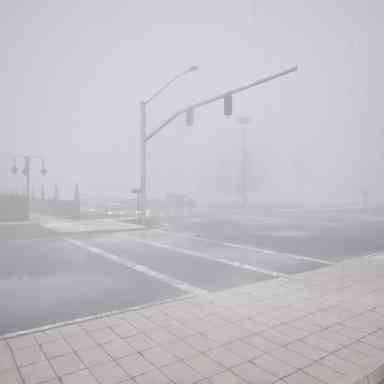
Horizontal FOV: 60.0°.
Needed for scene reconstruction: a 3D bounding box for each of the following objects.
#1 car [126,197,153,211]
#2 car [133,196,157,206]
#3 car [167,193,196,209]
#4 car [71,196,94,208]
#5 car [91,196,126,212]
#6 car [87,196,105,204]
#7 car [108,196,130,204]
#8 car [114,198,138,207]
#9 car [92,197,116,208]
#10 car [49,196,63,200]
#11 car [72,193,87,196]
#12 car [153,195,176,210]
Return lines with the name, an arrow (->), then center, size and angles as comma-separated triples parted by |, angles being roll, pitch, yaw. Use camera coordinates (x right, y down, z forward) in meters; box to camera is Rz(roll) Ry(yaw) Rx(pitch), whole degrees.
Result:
car -> -7.456, 1.547, 42.116 | 2.033, 1.411, 5.357 | 0, 0, -36
car -> -7.676, 1.505, 54.301 | 1.837, 1.490, 4.892 | 0, 0, -36
car -> -1.691, 1.221, 46.092 | 2.150, 2.045, 5.566 | 0, 0, -36
car -> -15.903, 1.601, 47.755 | 1.895, 1.301, 4.718 | 0, 0, -36
car -> -10.037, 1.526, 39.719 | 1.812, 1.442, 4.674 | 0, 0, -36
car -> -18.192, 1.504, 62.862 | 1.837, 1.490, 4.892 | 0, 0, -36
car -> -13.839, 1.547, 62.814 | 2.033, 1.411, 5.357 | 0, 0, -36
car -> -10.480, 1.601, 52.200 | 1.895, 1.301, 4.718 | 0, 0, -36
car -> -13.362, 1.505, 50.214 | 1.837, 1.490, 4.892 | 0, 0, -36
car -> -24.475, 1.506, 59.590 | 1.837, 1.490, 4.892 | 0, 0, -36
car -> -19.649, 1.222, 58.882 | 2.150, 2.045, 5.566 | 0, 0, -36
car -> -4.510, 1.505, 44.014 | 1.837, 1.490, 4.892 | 0, 0, -36
